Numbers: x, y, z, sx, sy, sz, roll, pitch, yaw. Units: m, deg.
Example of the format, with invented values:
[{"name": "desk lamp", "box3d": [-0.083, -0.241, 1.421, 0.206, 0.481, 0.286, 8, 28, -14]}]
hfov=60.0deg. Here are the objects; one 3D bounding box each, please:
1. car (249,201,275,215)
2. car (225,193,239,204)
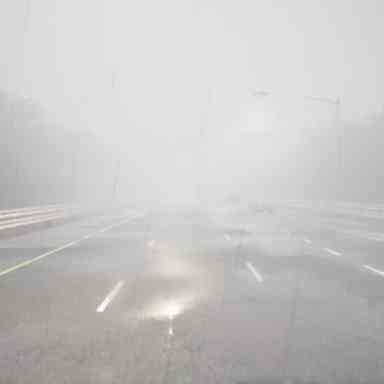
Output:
[{"name": "car", "box3d": [7.067, 1.582, 34.037, 1.895, 1.301, 4.718, 0, 0, 0]}, {"name": "car", "box3d": [7.176, 1.174, 60.159, 2.150, 2.045, 5.566, 0, -1, 0]}]
